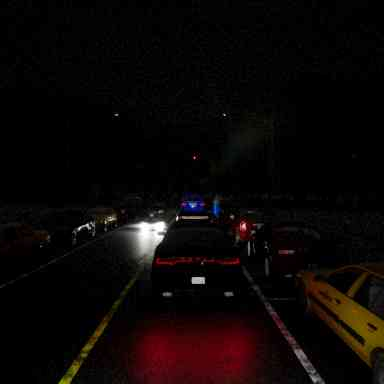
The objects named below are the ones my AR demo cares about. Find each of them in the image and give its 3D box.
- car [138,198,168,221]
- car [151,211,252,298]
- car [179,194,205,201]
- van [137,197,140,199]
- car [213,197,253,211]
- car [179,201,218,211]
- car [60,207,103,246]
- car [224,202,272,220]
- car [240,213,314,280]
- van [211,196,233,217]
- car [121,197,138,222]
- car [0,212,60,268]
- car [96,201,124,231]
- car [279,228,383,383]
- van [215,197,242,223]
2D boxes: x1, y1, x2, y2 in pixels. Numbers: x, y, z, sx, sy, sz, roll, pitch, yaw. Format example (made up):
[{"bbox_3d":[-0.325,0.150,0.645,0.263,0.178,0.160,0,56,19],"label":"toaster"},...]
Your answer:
[{"bbox_3d":[-3.014,1.497,27.404,2.128,1.511,4.902,0,0,0],"label":"car"},{"bbox_3d":[0.095,1.478,8.600,1.882,1.535,5.008,0,0,0],"label":"car"},{"bbox_3d":[0.025,1.226,29.411,2.150,2.045,5.566,0,0,-2],"label":"car"},{"bbox_3d":[-5.763,1.346,31.572,1.690,1.788,3.998,0,0,0],"label":"van"},{"bbox_3d":[2.761,1.317,20.696,2.192,1.841,5.009,0,0,0],"label":"car"},{"bbox_3d":[0.098,1.493,19.043,2.128,1.511,4.902,0,0,0],"label":"car"},{"bbox_3d":[-5.764,1.567,15.259,1.947,1.339,4.313,0,0,0],"label":"car"},{"bbox_3d":[2.761,1.441,15.258,1.967,1.590,4.097,0,0,0],"label":"car"},{"bbox_3d":[2.761,1.545,9.821,1.887,1.381,4.507,0,0,0],"label":"car"},{"bbox_3d":[2.763,1.346,31.571,1.690,1.788,3.998,0,0,0],"label":"van"},{"bbox_3d":[-5.763,1.444,26.134,1.967,1.590,4.097,0,0,0],"label":"car"},{"bbox_3d":[-5.764,1.526,9.652,1.752,1.417,4.829,0,0,0],"label":"car"},{"bbox_3d":[-5.763,1.527,20.527,1.752,1.417,4.829,0,0,0],"label":"car"},{"bbox_3d":[2.760,1.525,4.553,1.752,1.417,4.829,0,0,0],"label":"car"},{"bbox_3d":[2.762,1.345,26.134,1.690,1.788,3.998,0,0,0],"label":"van"}]
